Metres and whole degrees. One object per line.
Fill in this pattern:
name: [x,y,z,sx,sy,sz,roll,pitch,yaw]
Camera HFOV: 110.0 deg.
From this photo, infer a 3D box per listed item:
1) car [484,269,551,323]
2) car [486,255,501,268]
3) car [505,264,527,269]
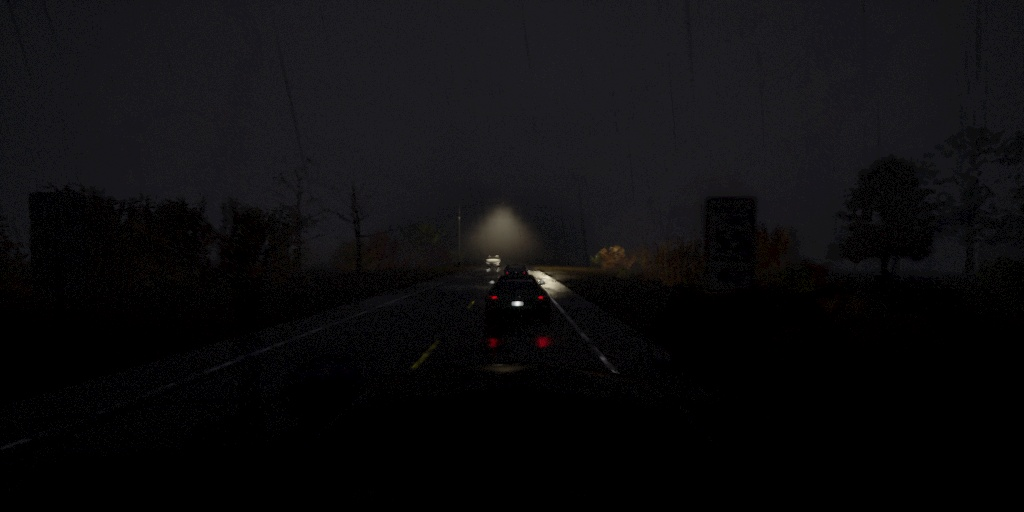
car: [0.167,1.298,11.991,1.994,1.385,4.181,0,0,0]
car: [-3.098,0.916,60.111,2.150,2.045,5.566,0,0,1]
car: [0.305,1.315,29.900,1.895,1.301,4.718,0,0,0]
